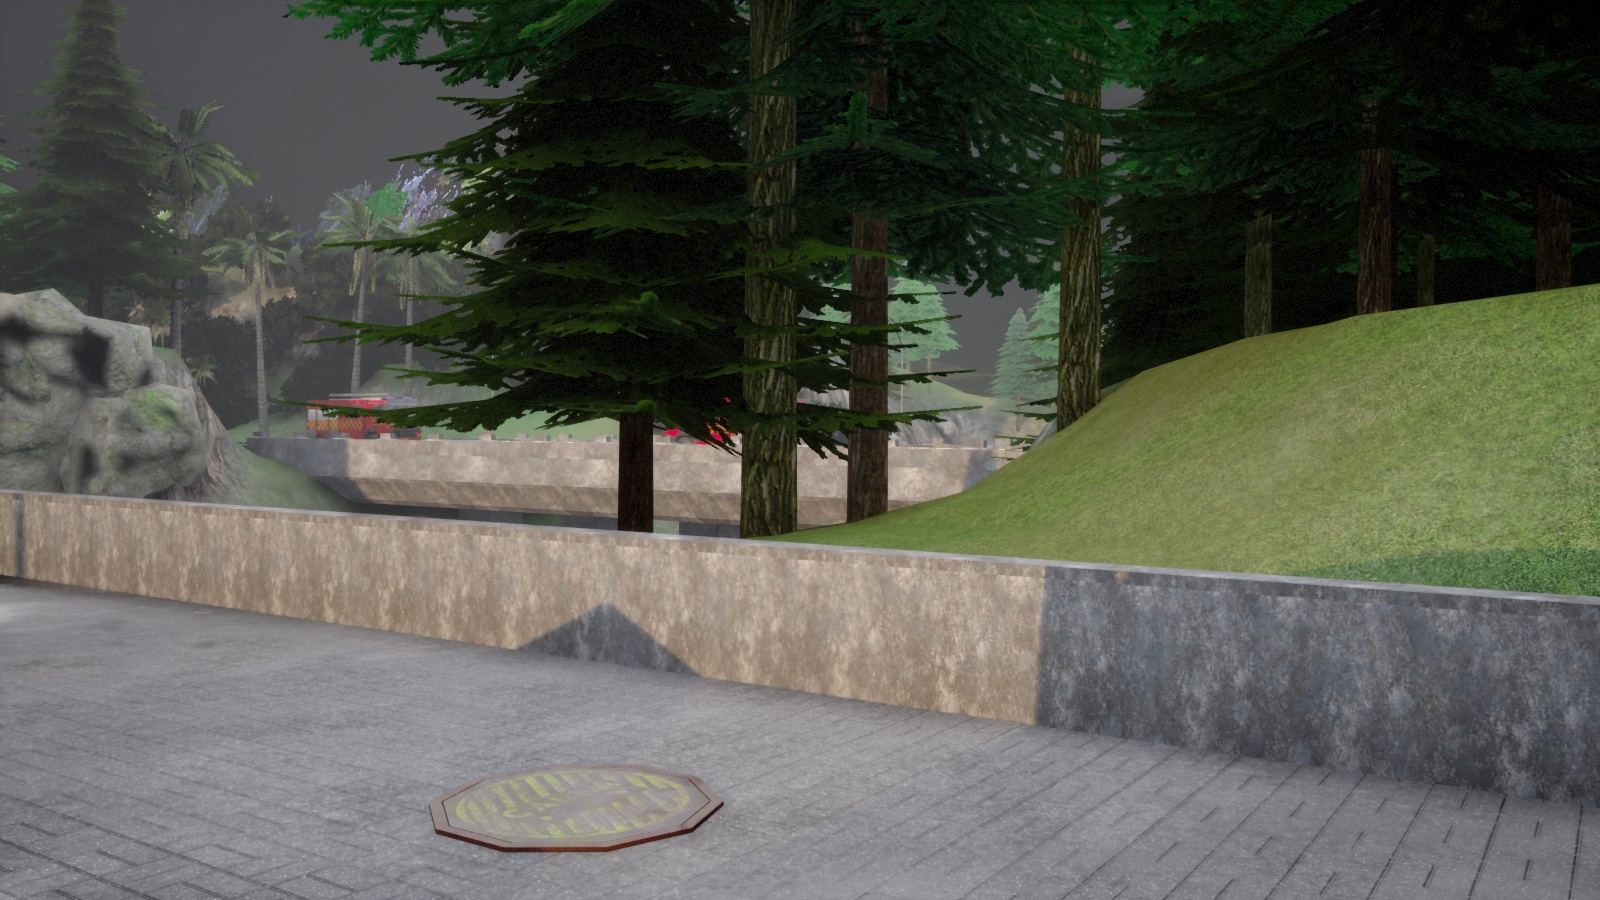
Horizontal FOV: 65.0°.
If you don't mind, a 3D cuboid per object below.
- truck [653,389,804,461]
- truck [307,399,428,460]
[{"bbox_3d":[-4.122,-1.368,71.177,8.468,3.827,2.891,0,1,34],"label":"truck"},{"bbox_3d":[-28.478,-1.303,82.527,8.468,3.827,2.891,0,1,34],"label":"truck"}]
